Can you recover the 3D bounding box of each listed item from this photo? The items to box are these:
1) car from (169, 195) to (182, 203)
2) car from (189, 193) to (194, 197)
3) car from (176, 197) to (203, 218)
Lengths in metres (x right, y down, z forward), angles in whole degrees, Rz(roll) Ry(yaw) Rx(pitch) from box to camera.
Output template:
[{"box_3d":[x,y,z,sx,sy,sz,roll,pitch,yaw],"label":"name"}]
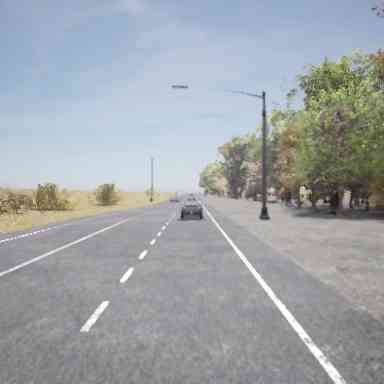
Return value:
[{"box_3d":[-3.565,1.559,66.785,1.994,1.385,4.181,0,0,0],"label":"car"},{"box_3d":[-0.067,1.545,74.788,1.994,1.385,4.181,0,0,0],"label":"car"},{"box_3d":[-0.023,1.500,30.047,2.128,1.511,4.902,0,0,0],"label":"car"}]
